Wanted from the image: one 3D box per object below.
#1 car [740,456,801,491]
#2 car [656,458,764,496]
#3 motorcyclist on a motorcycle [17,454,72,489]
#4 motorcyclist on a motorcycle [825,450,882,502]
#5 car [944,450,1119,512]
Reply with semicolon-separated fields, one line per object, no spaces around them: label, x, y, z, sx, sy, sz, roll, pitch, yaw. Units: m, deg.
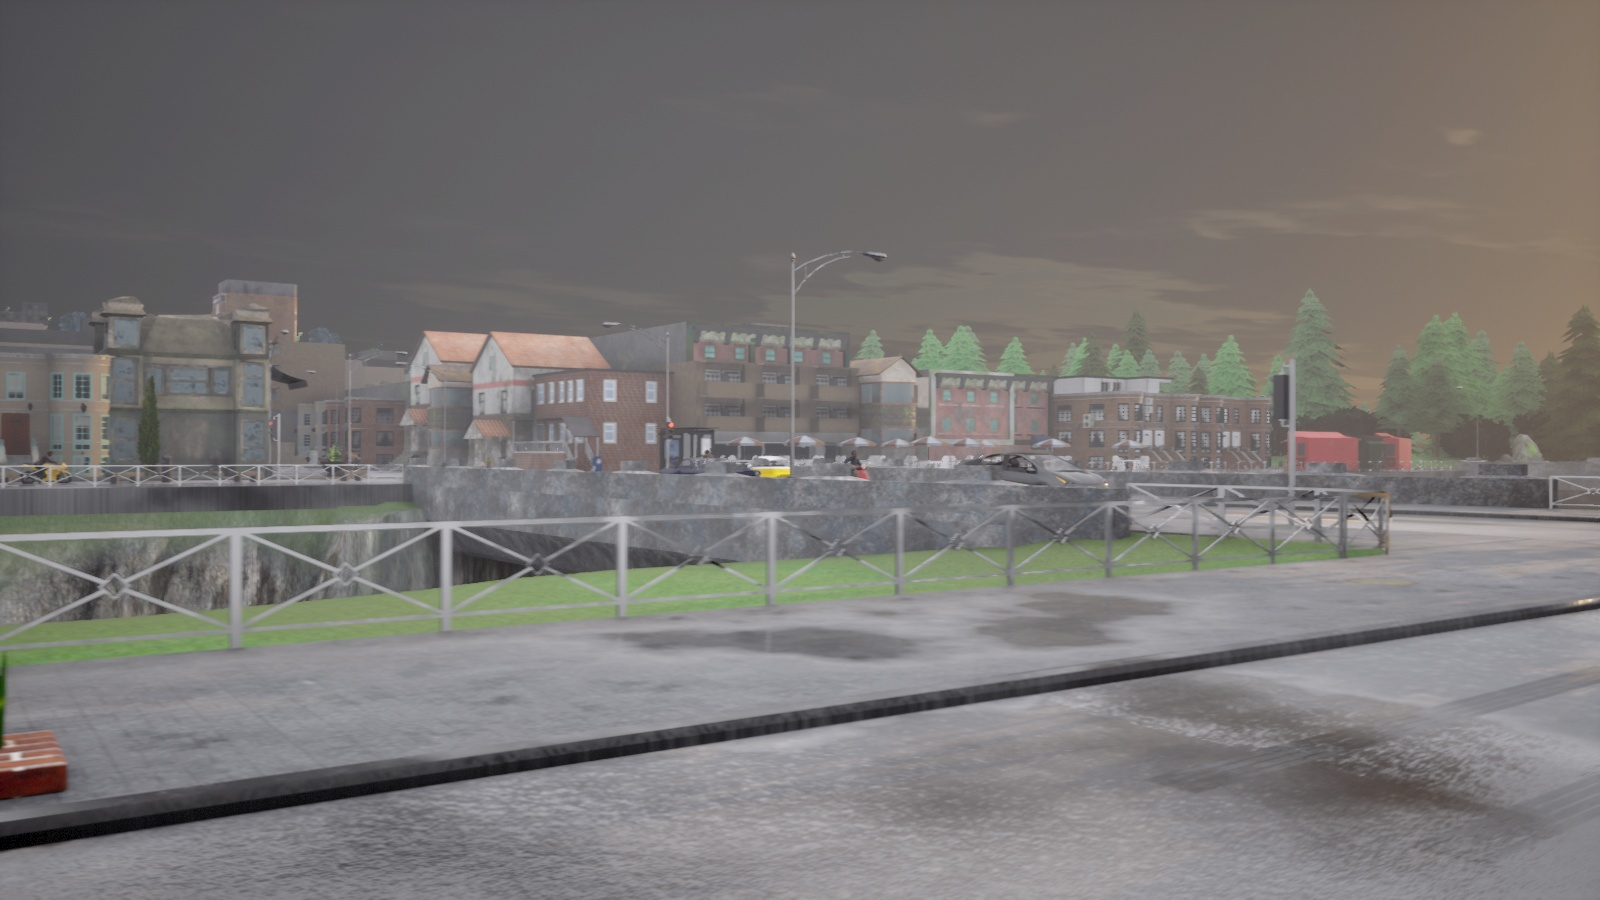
car;-1.216;0.926;50.686;1.481;1.376;2.207;0;0;-35
car;-3.423;0.967;46.855;1.895;1.301;4.718;0;0;-35
motorcyclist on a motorcycle;-33.691;0.935;56.020;2.044;1.523;0.797;0;0;-35
motorcyclist on a motorcycle;1.662;0.792;39.557;0.866;1.590;1.817;0;0;-35
car;6.047;0.761;33.330;2.007;1.525;4.514;0;0;-34
